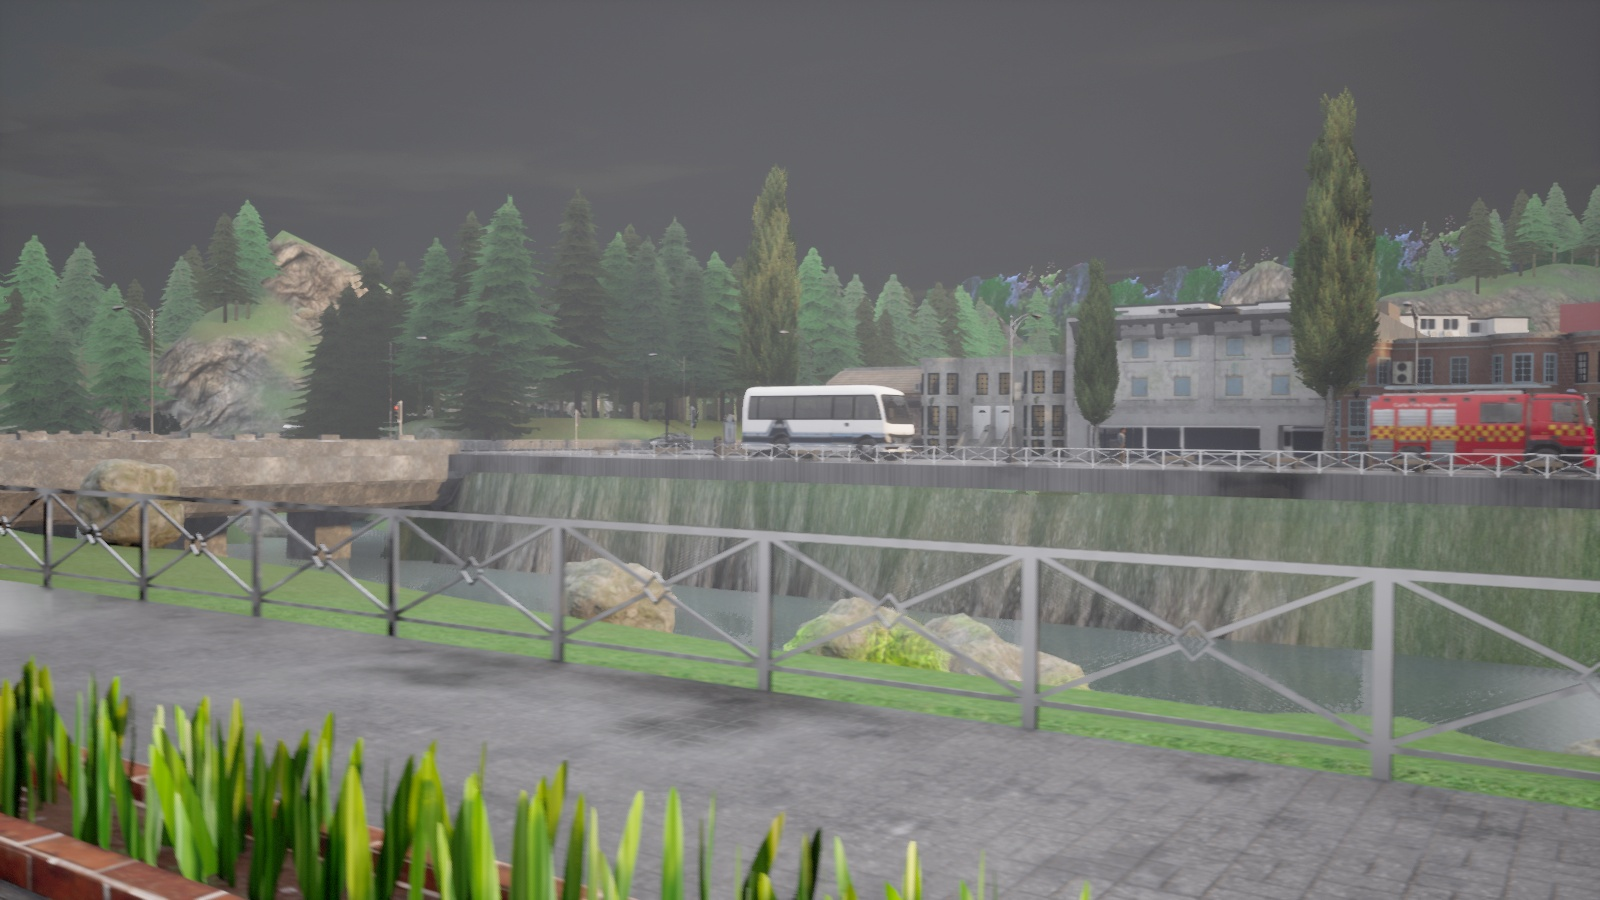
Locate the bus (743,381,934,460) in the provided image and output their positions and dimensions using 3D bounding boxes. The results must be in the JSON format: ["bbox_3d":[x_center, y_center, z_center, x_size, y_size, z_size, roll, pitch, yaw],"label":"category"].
[{"bbox_3d":[2.116,-1.594,71.802,10.273,4.253,3.944,0,1,33],"label":"bus"}]

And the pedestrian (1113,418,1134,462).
[{"bbox_3d":[14.502,-0.435,56.305,0.788,1.949,0.423,0,1,34],"label":"pedestrian"}]

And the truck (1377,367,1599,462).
[{"bbox_3d":[29.540,-1.431,53.770,8.468,3.827,2.891,0,1,33],"label":"truck"}]
